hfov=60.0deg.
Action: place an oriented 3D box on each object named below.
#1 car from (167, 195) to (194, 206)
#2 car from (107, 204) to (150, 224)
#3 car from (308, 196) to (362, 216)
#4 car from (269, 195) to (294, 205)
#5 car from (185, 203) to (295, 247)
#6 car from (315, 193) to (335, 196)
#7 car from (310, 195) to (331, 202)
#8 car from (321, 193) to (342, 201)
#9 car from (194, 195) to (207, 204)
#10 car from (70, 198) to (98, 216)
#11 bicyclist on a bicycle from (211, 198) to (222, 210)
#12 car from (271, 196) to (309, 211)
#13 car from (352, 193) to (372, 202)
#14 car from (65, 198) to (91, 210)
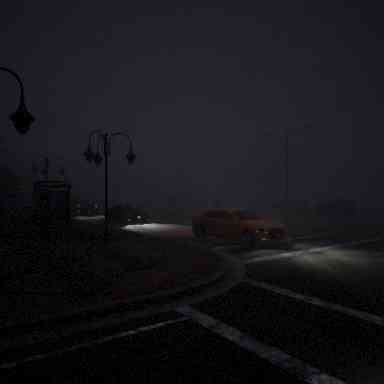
[{"bbox_3d":[-2.193,1.355,51.305,2.007,1.523,4.514,0,0,-36],"label":"car"},{"bbox_3d":[-4.843,1.580,24.684,1.994,1.385,4.181,0,0,-36],"label":"car"},{"bbox_3d":[12.913,1.389,30.102,1.845,1.501,3.633,0,0,-36],"label":"car"},{"bbox_3d":[14.433,1.335,53.786,1.845,1.501,3.633,0,0,-36],"label":"car"},{"bbox_3d":[1.969,1.492,15.502,1.882,1.535,5.008,0,0,-39],"label":"car"},{"bbox_3d":[22.598,1.313,59.547,2.007,1.523,4.514,0,0,-36],"label":"car"},{"bbox_3d":[28.209,1.376,73.077,1.970,1.475,3.806,0,0,-36],"label":"car"},{"bbox_3d":[31.272,1.092,74.507,1.905,1.878,3.866,0,0,-36],"label":"car"},{"bbox_3d":[0.332,1.345,53.167,2.152,1.636,5.027,0,0,-36],"label":"car"},{"bbox_3d":[-11.071,1.367,33.266,2.097,1.767,4.553,0,0,-36],"label":"car"},{"bbox_3d":[2.055,1.316,27.908,1.656,1.620,0.582,0,0,-36],"label":"bicyclist on a bicycle"},{"bbox_3d":[11.038,1.399,37.876,1.970,1.475,3.806,0,0,-36],"label":"car"},{"bbox_3d":[33.158,1.112,66.192,1.932,1.855,4.605,0,0,-36],"label":"car"},{"bbox_3d":[-15.534,1.541,45.295,1.812,1.442,4.674,0,0,-40],"label":"car"}]
